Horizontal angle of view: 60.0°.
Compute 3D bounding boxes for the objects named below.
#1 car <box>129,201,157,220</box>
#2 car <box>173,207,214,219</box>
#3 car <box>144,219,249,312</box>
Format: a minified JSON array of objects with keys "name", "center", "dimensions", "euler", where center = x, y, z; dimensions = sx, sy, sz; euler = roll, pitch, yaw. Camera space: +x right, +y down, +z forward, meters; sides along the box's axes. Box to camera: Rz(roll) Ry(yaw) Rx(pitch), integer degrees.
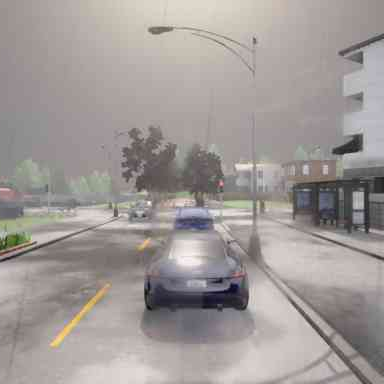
[{"name":"car","center":[-4.036,1.496,28.120],"dimensions":[2.128,1.511,4.902],"euler":[0,0,0]},{"name":"car","center":[0.079,1.478,16.769],"dimensions":[1.882,1.535,5.008],"euler":[0,0,0]},{"name":"car","center":[0.089,1.564,7.787],"dimensions":[1.994,1.385,4.181],"euler":[0,0,0]}]
